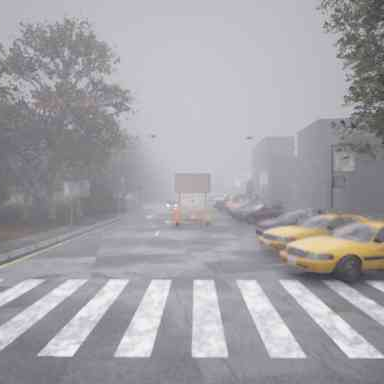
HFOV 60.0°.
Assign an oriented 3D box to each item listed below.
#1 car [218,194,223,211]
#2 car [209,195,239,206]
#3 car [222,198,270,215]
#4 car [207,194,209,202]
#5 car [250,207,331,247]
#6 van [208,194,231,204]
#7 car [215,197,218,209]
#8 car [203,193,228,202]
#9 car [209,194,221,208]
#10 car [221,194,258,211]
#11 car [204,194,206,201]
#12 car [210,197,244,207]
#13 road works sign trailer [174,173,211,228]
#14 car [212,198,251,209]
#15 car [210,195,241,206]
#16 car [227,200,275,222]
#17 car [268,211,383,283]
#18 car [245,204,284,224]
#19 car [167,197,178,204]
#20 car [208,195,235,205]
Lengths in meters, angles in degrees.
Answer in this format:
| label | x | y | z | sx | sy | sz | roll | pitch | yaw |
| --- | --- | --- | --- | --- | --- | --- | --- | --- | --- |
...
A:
| label | x | y | z | sx | sy | sz | roll | pitch | yaw |
| --- | --- | --- | --- | --- | --- | --- | --- | --- | --- |
| car | 5.434 | 1.389 | 33.711 | 4.553 | 1.767 | 2.185 | 1 | 0 | -20 |
| car | 5.524 | 1.445 | 57.718 | 4.553 | 1.767 | 2.185 | 1 | 0 | -20 |
| car | 5.340 | 1.538 | 27.690 | 4.792 | 1.488 | 2.163 | 1 | 0 | -20 |
| car | 5.475 | 1.291 | 48.703 | 5.566 | 2.045 | 2.435 | 1 | 0 | -20 |
| car | 5.142 | 1.499 | 12.633 | 5.366 | 1.575 | 1.946 | 1 | 0 | -20 |
| van | 5.729 | 1.393 | 69.783 | 4.442 | 1.987 | 1.878 | 1 | 0 | -20 |
| car | 5.416 | 1.558 | 36.707 | 4.674 | 1.452 | 2.002 | 1 | 0 | -20 |
| car | 5.674 | 1.413 | 81.775 | 5.566 | 2.045 | 2.435 | 1 | 0 | -20 |
| car | 5.428 | 1.272 | 39.686 | 5.566 | 2.045 | 2.435 | 1 | 0 | -20 |
| car | 5.417 | 1.386 | 30.710 | 4.553 | 1.767 | 2.185 | 1 | 0 | -20 |
| car | 5.597 | 1.605 | 66.737 | 5.008 | 1.535 | 2.097 | 1 | -1 | -20 |
| car | 5.492 | 1.581 | 51.702 | 4.792 | 1.488 | 2.163 | 1 | 0 | -20 |
| road works sign trailer | 0.046 | 0.485 | 22.444 | 2.380 | 3.560 | 2.880 | 0 | 0 | 0 |
| car | 5.450 | 1.565 | 45.701 | 4.792 | 1.488 | 2.163 | 1 | 0 | -20 |
| car | 5.506 | 1.435 | 54.716 | 4.553 | 1.767 | 2.185 | 1 | 0 | -20 |
| car | 5.356 | 1.547 | 24.698 | 4.674 | 1.452 | 2.002 | 1 | 0 | -20 |
| car | 5.138 | 1.499 | 9.632 | 5.366 | 1.575 | 1.946 | 1 | 0 | -20 |
| car | 5.331 | 1.506 | 15.698 | 4.892 | 1.521 | 2.231 | 1 | 0 | -20 |
| car | -3.837 | 1.710 | 64.474 | 1.895 | 1.301 | 4.718 | 0 | 0 | 1 |
| car | 5.624 | 1.468 | 63.734 | 4.553 | 1.767 | 2.185 | 1 | 0 | -20 |
